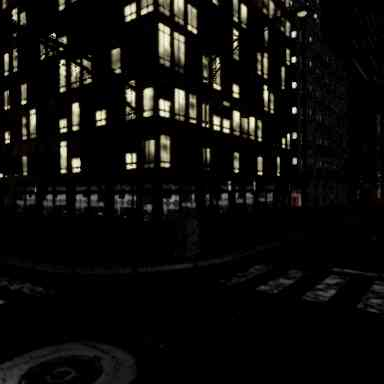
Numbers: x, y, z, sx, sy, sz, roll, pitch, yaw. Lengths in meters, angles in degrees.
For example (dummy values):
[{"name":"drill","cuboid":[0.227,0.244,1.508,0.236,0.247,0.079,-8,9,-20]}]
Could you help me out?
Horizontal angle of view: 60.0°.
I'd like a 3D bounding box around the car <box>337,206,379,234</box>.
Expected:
[{"name":"car","cuboid":[9.747,1.517,19.402,1.752,1.417,4.829,-1,0,37]}]
